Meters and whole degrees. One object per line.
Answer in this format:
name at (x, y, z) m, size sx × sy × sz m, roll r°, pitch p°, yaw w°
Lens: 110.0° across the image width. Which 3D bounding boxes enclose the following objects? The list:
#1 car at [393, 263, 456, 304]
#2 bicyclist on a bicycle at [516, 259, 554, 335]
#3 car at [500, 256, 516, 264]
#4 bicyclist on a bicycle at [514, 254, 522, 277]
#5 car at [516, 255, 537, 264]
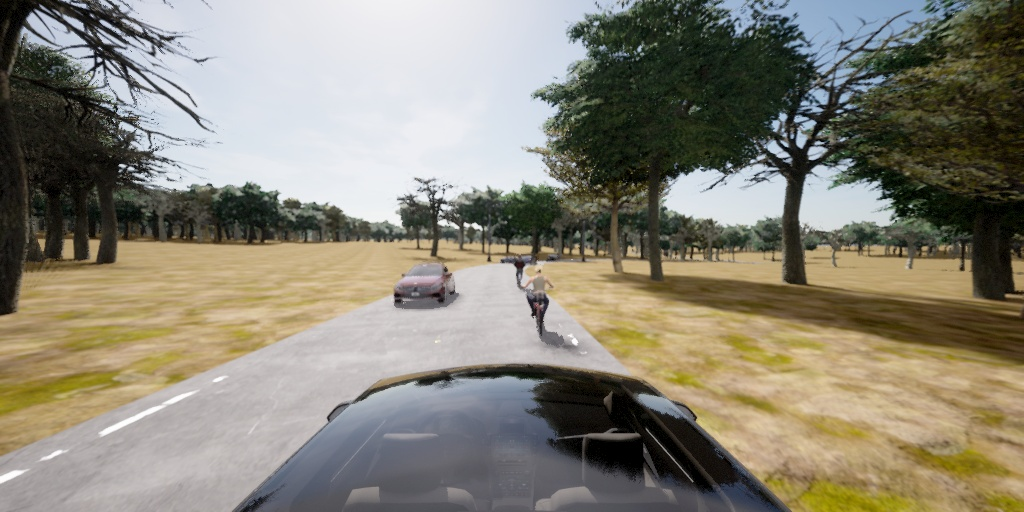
car at (-3.435, 1.039, 14.838) m, size 1.812 × 1.442 × 4.674 m, roll 0°, pitch 1°, yaw -2°
bicyclist on a bicycle at (0.644, 1.007, 8.790) m, size 0.866 × 1.612 × 1.509 m, roll -1°, pitch 3°, yaw -1°
car at (-0.474, 0.598, 57.330) m, size 1.895 × 1.301 × 4.718 m, roll 1°, pitch 1°, yaw 15°
bicyclist on a bicycle at (0.390, 0.803, 18.879) m, size 0.659 × 1.776 × 1.843 m, roll 1°, pitch -1°, yaw -2°
car at (2.636, 0.571, 56.749) m, size 2.033 × 1.411 × 5.357 m, roll 1°, pitch 1°, yaw 15°
